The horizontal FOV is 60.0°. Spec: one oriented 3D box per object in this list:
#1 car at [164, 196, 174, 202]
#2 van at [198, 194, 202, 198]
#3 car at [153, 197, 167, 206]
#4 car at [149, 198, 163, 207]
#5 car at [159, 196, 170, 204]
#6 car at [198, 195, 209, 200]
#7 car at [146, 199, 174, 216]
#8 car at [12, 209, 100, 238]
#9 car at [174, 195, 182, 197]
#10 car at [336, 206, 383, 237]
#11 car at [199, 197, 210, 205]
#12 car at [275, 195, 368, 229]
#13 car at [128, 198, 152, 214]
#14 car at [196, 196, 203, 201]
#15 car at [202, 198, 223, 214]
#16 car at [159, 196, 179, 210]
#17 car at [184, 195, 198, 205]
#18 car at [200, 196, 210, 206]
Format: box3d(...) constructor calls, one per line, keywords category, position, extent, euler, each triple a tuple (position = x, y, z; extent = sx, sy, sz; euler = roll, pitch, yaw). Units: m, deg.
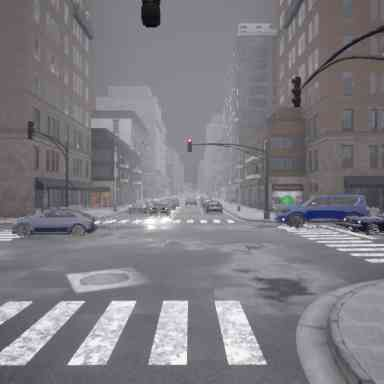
box3d(category="car", position=(-5.584, 1.694, 80.237), extent=(2.008, 1.369, 4.403), euler=(0, 0, 0))
box3d(category="van", position=(2.400, 1.424, 58.180), extent=(1.690, 1.788, 3.998), euler=(0, 0, 0))
box3d(category="car", position=(-5.625, 1.634, 58.195), extent=(2.008, 1.369, 4.403), euler=(0, 0, 0))
box3d(category="car", position=(-5.635, 1.653, 52.684), extent=(1.802, 1.307, 4.206), euler=(0, 0, 0))
box3d(category="car", position=(-5.605, 1.552, 69.216), extent=(1.967, 1.590, 4.097), euler=(0, 0, 0))
box3d(category="car", position=(2.390, 1.637, 52.669), extent=(1.947, 1.339, 4.313), euler=(0, 0, 0))
box3d(category="car", position=(-3.133, 1.637, 33.515), extent=(1.895, 1.301, 4.718), euler=(0, 0, 0))
box3d(category="car", position=(-7.008, 1.584, 17.329), extent=(4.181, 1.385, 1.994), euler=(0, 0, 0))
box3d(category="car", position=(-3.085, 1.636, 53.452), extent=(1.994, 1.385, 4.181), euler=(0, 0, 0))
box3d(category="car", position=(10.433, 1.557, 17.326), extent=(4.718, 1.301, 1.895), euler=(0, 0, -2))
box3d(category="car", position=(2.410, 1.647, 63.691), extent=(2.008, 1.369, 4.403), euler=(0, 0, 0))
box3d(category="car", position=(8.116, 1.195, 20.858), extent=(5.566, 2.045, 2.150), euler=(0, 0, 4))
box3d(category="car", position=(-5.666, 1.480, 36.152), extent=(1.967, 1.590, 4.097), euler=(0, 0, 0))
box3d(category="car", position=(2.049, 1.698, 90.105), extent=(1.812, 1.442, 4.674), euler=(0, 0, 0))
box3d(category="car", position=(2.359, 1.606, 36.136), extent=(1.947, 1.339, 4.313), euler=(0, 0, 0))
box3d(category="car", position=(-3.110, 1.617, 43.493), extent=(1.994, 1.385, 4.181), euler=(0, 0, 1))
box3d(category="car", position=(-0.133, 1.653, 61.208), extent=(1.994, 1.385, 4.181), euler=(0, 0, 0))
box3d(category="car", position=(2.380, 1.641, 47.159), extent=(1.802, 1.307, 4.206), euler=(0, 0, 0))
